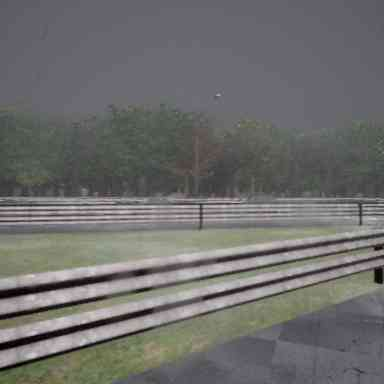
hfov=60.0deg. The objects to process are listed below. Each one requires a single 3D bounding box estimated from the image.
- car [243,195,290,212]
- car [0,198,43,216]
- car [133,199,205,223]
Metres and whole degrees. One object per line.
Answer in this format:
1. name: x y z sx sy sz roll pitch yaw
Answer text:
1. car: 7.295 1.128 32.551 4.553 1.767 2.097 0 0 -15
2. car: -13.886 1.217 26.798 4.181 1.385 1.994 1 0 -15
3. car: -1.418 1.357 22.933 4.718 1.301 1.895 0 0 -15
